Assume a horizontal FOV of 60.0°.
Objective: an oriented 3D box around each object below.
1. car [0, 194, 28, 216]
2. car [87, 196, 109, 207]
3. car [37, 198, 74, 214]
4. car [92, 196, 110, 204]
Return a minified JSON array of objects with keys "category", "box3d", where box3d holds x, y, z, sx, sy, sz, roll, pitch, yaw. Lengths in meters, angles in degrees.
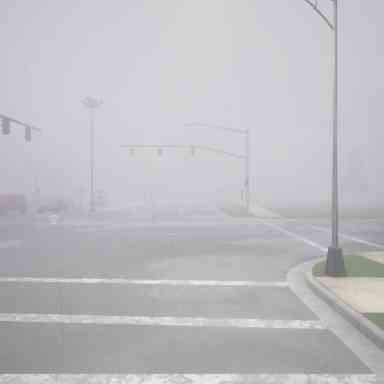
[{"category":"car","box3d":[-18.196,1.222,32.363,2.150,2.045,5.566,0,0,1]},{"category":"car","box3d":[-14.412,1.351,50.822,2.097,1.767,4.553,0,0,1]},{"category":"car","box3d":[-14.654,1.526,35.403,1.812,1.442,4.674,0,0,1]},{"category":"car","box3d":[-17.612,1.590,64.815,2.033,1.411,5.357,0,0,1]}]
